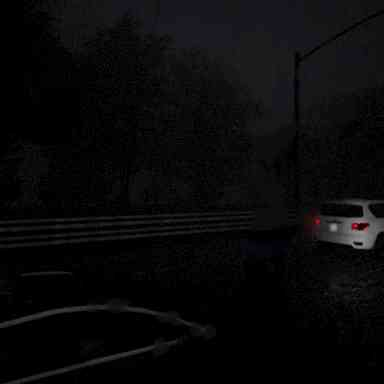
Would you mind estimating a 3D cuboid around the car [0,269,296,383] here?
[{"bbox_3d":[-1.102,1.493,2.937,4.902,1.511,2.128,0,0,-35],"label":"car"}]

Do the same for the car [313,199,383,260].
[{"bbox_3d":[7.071,1.291,12.923,5.566,2.045,2.150,0,0,-35],"label":"car"}]
